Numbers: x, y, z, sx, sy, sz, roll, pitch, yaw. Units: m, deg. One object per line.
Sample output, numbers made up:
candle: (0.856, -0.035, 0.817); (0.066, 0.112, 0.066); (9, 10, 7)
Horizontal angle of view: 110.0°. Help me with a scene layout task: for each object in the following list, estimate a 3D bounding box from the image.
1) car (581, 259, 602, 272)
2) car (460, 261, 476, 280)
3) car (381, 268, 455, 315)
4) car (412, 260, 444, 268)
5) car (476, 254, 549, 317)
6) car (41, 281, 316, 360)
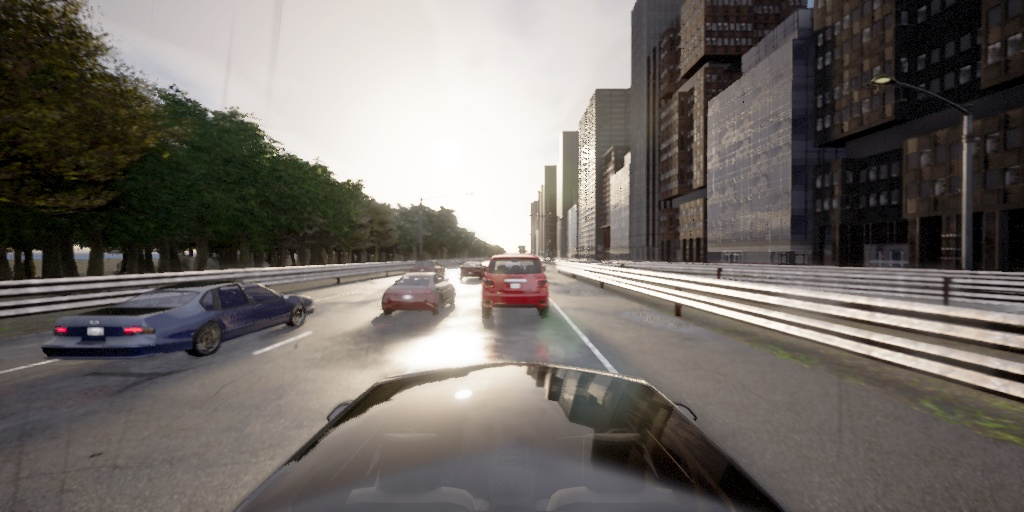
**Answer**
car: (10.378, 1.236, 47.326); (2.033, 1.649, 4.856); (0, 0, -14)
car: (-3.397, 1.225, 31.592); (1.882, 1.535, 5.008); (0, 0, 0)
car: (-3.397, 1.310, 13.678); (1.994, 1.385, 4.181); (0, 0, 0)
car: (-6.895, 1.099, 29.744); (2.097, 1.767, 4.553); (0, 0, 0)
car: (0.103, 0.968, 13.225); (2.150, 2.045, 5.566); (0, 0, 0)
car: (-6.895, 1.295, 8.447); (2.033, 1.411, 5.357); (0, 0, 0)
